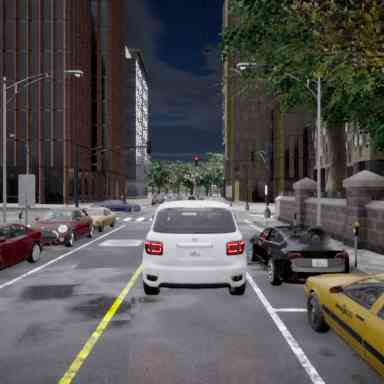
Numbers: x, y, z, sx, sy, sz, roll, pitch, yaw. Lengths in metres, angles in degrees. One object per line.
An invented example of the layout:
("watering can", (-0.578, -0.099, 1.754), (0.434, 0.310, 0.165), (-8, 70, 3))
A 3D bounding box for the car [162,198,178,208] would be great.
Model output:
("car", (-3.130, 1.573, 48.122), (1.994, 1.385, 4.181), (0, 0, 0))

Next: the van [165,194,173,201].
("van", (-5.824, 1.371, 84.747), (1.690, 1.788, 3.998), (0, 0, 0))

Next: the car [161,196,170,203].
("car", (-5.816, 1.548, 73.701), (1.752, 1.417, 4.829), (0, 0, 0))

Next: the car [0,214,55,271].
("car", (-5.771, 1.545, 9.237), (1.887, 1.381, 4.507), (0, 0, 0))

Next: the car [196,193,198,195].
("car", (-0.060, 1.530, 84.152), (1.837, 1.490, 4.892), (0, 0, 0))

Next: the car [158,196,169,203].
("car", (-5.812, 1.601, 68.434), (1.802, 1.307, 4.206), (0, 0, 0))

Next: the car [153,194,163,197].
("car", (-5.805, 1.329, 57.559), (2.192, 1.841, 5.009), (0, 0, 0))

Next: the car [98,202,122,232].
("car", (-5.778, 1.526, 19.981), (1.752, 1.417, 4.829), (0, 0, 0))

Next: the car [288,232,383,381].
("car", (2.758, 1.525, 3.958), (1.752, 1.417, 4.829), (0, 0, 0))

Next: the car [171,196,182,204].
("car", (-3.069, 1.583, 66.991), (1.994, 1.385, 4.181), (0, 0, 1))

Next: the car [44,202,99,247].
("car", (-5.775, 1.441, 14.694), (1.967, 1.590, 4.097), (0, 0, 0))

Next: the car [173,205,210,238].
("car", (0.010, 1.527, 18.480), (1.812, 1.442, 4.674), (0, 0, 0))

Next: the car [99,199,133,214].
("car", (-7.451, 1.411, 32.933), (4.674, 1.442, 1.812), (1, 0, -17))

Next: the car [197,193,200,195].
("car", (2.706, 1.571, 79.315), (1.887, 1.381, 4.507), (0, 0, 0))

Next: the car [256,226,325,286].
("car", (2.754, 1.566, 9.245), (1.947, 1.339, 4.313), (0, 0, 0))

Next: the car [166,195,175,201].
("car", (-5.827, 1.585, 90.184), (2.008, 1.369, 4.403), (0, 0, 0))

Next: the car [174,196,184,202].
("car", (-3.055, 1.558, 77.331), (2.033, 1.411, 5.357), (0, 0, 0))

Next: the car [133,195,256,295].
("car", (0.060, 1.222, 8.835), (2.150, 2.045, 5.566), (0, 0, 0))
